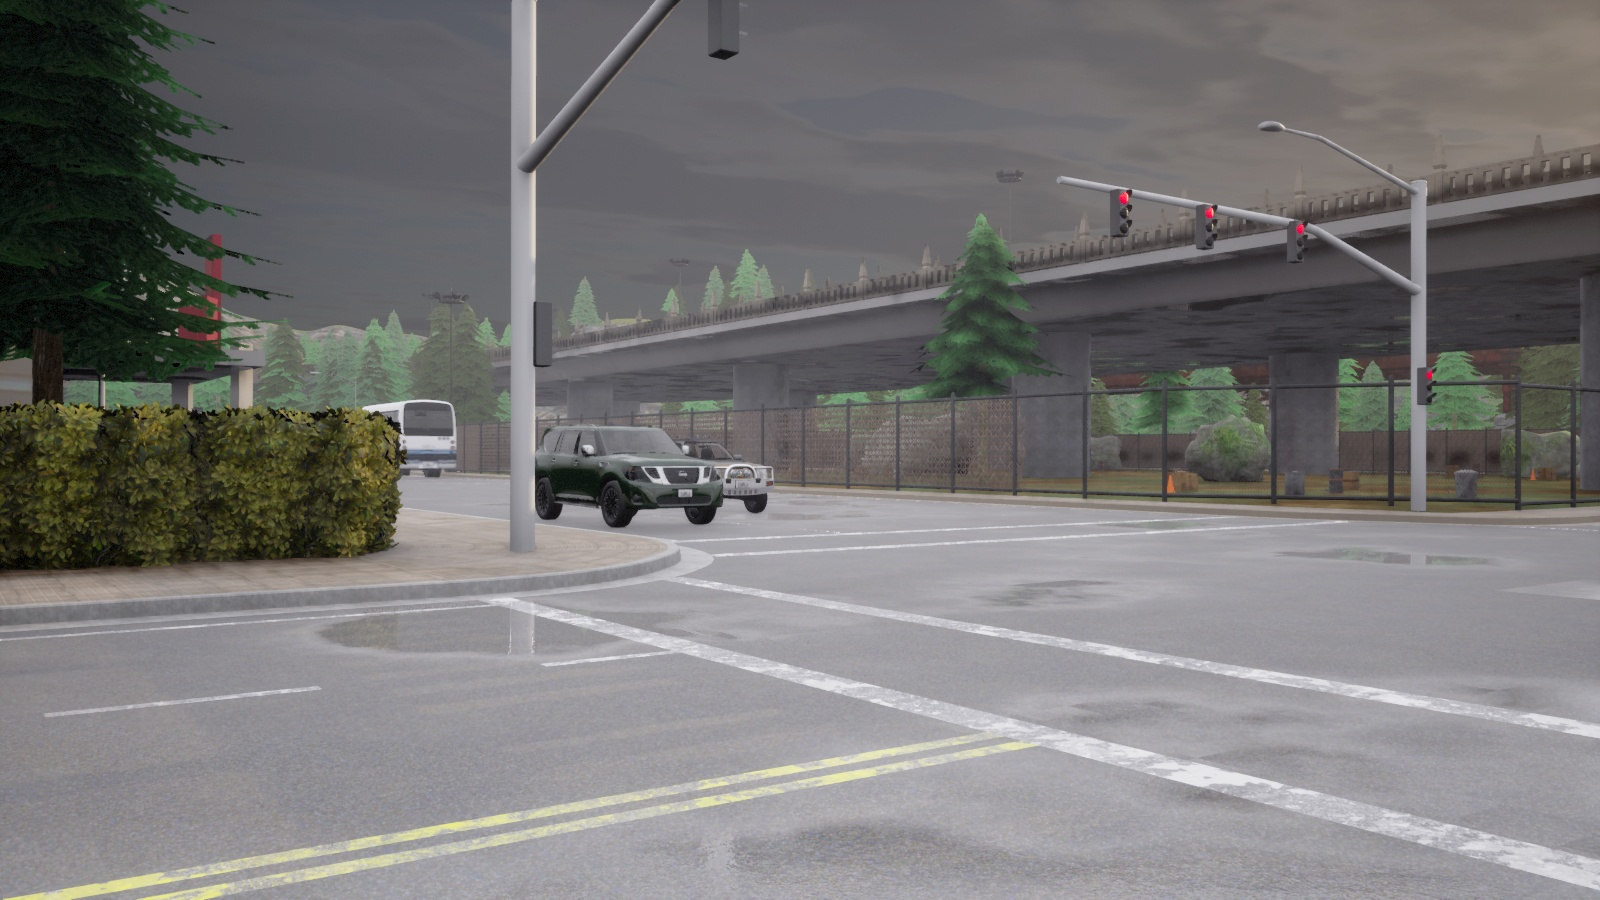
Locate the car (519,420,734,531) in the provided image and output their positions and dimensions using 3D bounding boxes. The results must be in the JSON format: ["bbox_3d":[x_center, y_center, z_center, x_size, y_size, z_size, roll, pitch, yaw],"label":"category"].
[{"bbox_3d":[-3.753,0.480,26.071,2.150,2.045,5.566,0,0,-35],"label":"car"}]

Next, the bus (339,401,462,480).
[{"bbox_3d":[-23.282,-0.460,72.700,3.944,4.253,10.273,0,-1,-35],"label":"bus"}]

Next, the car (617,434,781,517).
[{"bbox_3d":[-2.549,0.586,30.481,1.932,1.855,4.605,0,0,-35],"label":"car"}]
